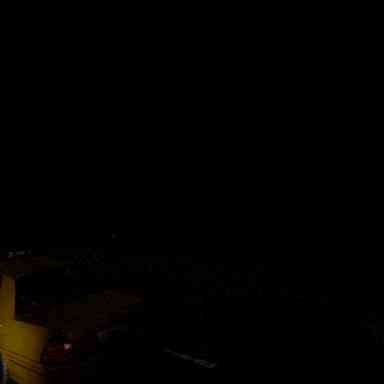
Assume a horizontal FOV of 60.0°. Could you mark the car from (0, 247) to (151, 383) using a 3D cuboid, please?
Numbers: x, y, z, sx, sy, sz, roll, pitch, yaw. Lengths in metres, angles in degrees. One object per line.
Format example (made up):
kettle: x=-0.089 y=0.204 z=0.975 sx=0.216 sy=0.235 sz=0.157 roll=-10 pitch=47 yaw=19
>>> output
car: x=-2.741 y=1.524 z=5.040 sx=4.829 sy=1.417 sz=1.752 roll=0 pitch=1 yaw=35

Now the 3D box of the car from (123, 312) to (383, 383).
car: x=1.948 y=1.551 z=1.702 sx=4.403 sy=1.369 sz=2.008 roll=0 pitch=1 yaw=35
